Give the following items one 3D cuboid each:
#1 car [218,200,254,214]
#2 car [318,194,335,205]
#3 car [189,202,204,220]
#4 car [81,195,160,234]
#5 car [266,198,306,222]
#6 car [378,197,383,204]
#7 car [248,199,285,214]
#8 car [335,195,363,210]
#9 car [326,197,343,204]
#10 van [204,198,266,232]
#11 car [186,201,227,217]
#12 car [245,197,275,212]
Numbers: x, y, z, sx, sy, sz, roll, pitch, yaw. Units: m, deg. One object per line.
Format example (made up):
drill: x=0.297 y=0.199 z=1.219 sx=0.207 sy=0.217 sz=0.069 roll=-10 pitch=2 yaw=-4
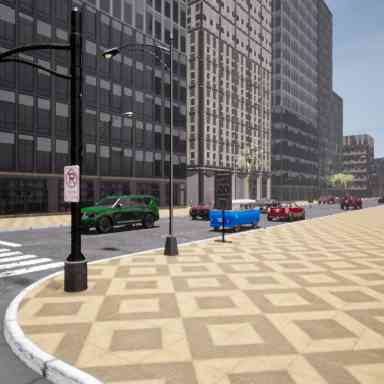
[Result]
car: x=4.858 y=1.571 z=36.064 sx=1.887 sy=1.381 sz=4.507 roll=0 pitch=0 yaw=38
car: x=25.291 y=1.381 z=62.463 sx=2.192 sy=1.841 sz=5.009 roll=0 pitch=0 yaw=38
car: x=1.819 y=1.624 z=28.102 sx=1.895 sy=1.301 sz=4.718 roll=0 pitch=0 yaw=38
car: x=-4.399 y=1.238 z=20.035 sx=2.150 sy=2.045 sz=5.566 roll=0 pitch=0 yaw=39
car: x=7.684 y=1.472 z=26.839 sx=1.967 sy=1.590 sz=4.097 roll=0 pitch=0 yaw=38
car: x=38.332 y=1.658 z=66.437 sx=1.947 sy=1.339 sz=4.313 roll=0 pitch=0 yaw=38
car: x=8.206 y=1.523 z=36.337 sx=2.128 sy=1.511 sz=4.902 roll=0 pitch=0 yaw=38
car: x=21.305 y=1.368 z=44.439 sx=2.192 sy=1.841 sz=5.009 roll=0 pitch=0 yaw=38
car: x=28.696 y=1.624 z=66.862 sx=2.008 sy=1.369 sz=4.403 roll=0 pitch=0 yaw=38
van: x=2.704 y=1.368 z=20.224 sx=1.690 sy=1.788 sz=3.998 roll=0 pitch=0 yaw=38
car: x=1.452 y=1.604 z=31.663 sx=1.802 sy=1.307 sz=4.206 roll=0 pitch=0 yaw=38
car: x=8.263 y=1.471 z=40.463 sx=1.967 sy=1.590 sz=4.097 roll=0 pitch=0 yaw=38
